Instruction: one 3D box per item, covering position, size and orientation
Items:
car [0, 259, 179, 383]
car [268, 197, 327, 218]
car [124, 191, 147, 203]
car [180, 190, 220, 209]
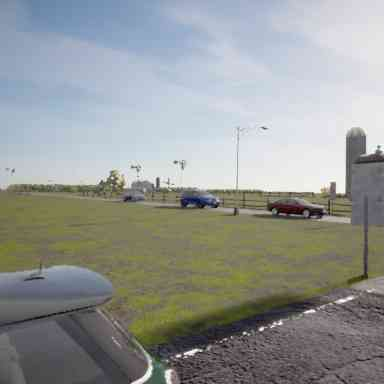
[{"bbox_3d":[-2.208,1.352,1.490,4.553,1.767,2.097,0,0,-36],"label":"car"},{"bbox_3d":[8.546,1.234,27.282,1.882,1.535,5.008,1,0,-36],"label":"car"},{"bbox_3d":[-8.757,0.694,51.155,2.097,1.767,4.553,1,0,-36],"label":"car"},{"bbox_3d":[0.822,0.790,37.912,2.150,2.045,5.566,1,0,-36],"label":"car"}]
